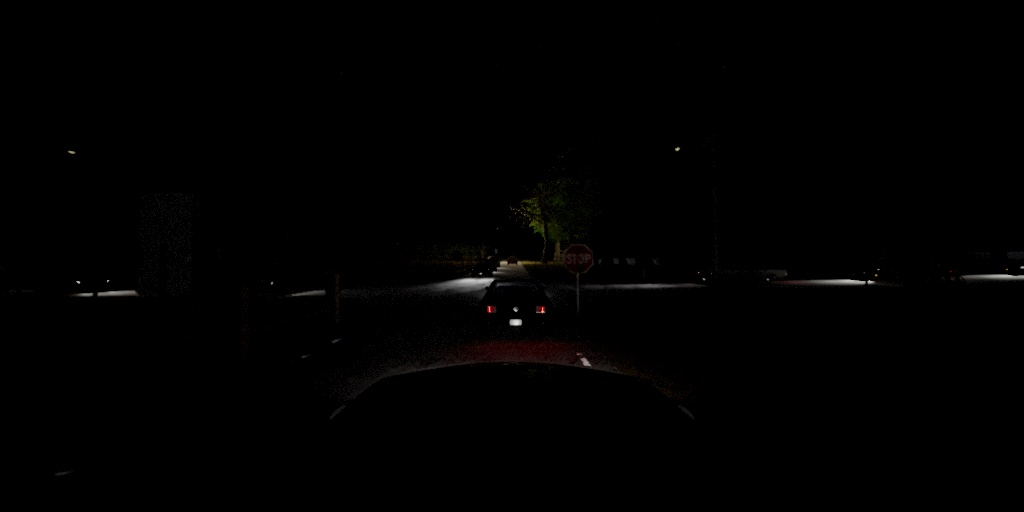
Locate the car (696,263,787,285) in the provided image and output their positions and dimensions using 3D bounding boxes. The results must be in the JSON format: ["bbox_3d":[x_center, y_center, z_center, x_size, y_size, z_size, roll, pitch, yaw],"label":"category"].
[{"bbox_3d":[14.245,1.104,22.507,4.718,1.301,1.895,-1,-1,0],"label":"car"}]

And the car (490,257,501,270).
[{"bbox_3d":[-2.845,1.156,45.430,2.033,1.411,5.357,0,1,0],"label":"car"}]

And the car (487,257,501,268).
[{"bbox_3d":[-2.826,1.000,56.939,1.837,1.490,4.892,0,1,0],"label":"car"}]

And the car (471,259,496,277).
[{"bbox_3d":[-2.850,1.282,34.787,1.895,1.301,4.718,0,0,0],"label":"car"}]

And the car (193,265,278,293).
[{"bbox_3d":[-15.371,1.235,19.429,4.892,1.490,1.837,0,-1,1],"label":"car"}]

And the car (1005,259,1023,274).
[{"bbox_3d":[34.078,0.461,22.571,4.181,1.385,1.994,-2,-1,-1],"label":"car"}]

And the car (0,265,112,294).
[{"bbox_3d":[-25.183,1.275,19.443,5.357,1.411,2.033,0,-1,0],"label":"car"}]

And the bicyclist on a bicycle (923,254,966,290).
[{"bbox_3d":[19.894,0.733,16.542,0.582,1.620,1.656,-1,-1,0],"label":"bicyclist on a bicycle"}]

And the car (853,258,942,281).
[{"bbox_3d":[24.135,0.810,22.535,4.181,1.385,1.994,-2,-1,0],"label":"car"}]

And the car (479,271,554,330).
[{"bbox_3d":[0.103,1.337,11.069,1.895,1.301,4.718,0,0,0],"label":"car"}]
